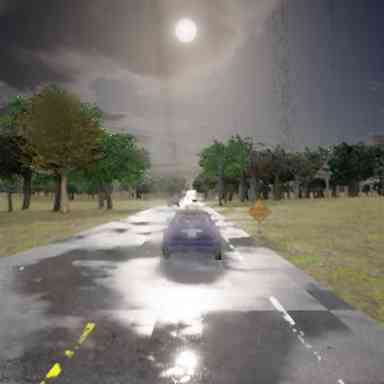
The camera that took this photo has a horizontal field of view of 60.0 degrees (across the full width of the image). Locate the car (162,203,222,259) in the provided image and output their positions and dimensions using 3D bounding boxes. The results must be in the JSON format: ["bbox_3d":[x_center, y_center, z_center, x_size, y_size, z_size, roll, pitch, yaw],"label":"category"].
[{"bbox_3d":[0.016,1.493,13.429,2.097,1.767,4.553,0,-1,0],"label":"car"}]

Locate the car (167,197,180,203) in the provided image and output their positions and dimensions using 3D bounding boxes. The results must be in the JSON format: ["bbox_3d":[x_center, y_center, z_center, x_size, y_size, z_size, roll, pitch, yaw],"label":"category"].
[{"bbox_3d":[-3.519,1.962,64.505,2.150,2.045,5.566,0,-1,0],"label":"car"}]

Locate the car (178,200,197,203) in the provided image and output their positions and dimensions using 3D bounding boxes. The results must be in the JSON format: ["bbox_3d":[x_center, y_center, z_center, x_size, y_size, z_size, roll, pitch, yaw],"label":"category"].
[{"bbox_3d":[0.023,1.784,29.248,1.882,1.535,5.008,0,0,0],"label":"car"}]

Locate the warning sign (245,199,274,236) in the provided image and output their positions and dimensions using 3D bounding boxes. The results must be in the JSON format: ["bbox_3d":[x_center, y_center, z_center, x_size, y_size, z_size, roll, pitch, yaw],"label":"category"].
[{"bbox_3d":[3.549,1.300,17.532,1.300,1.860,1.060,0,-1,0],"label":"warning sign"}]
